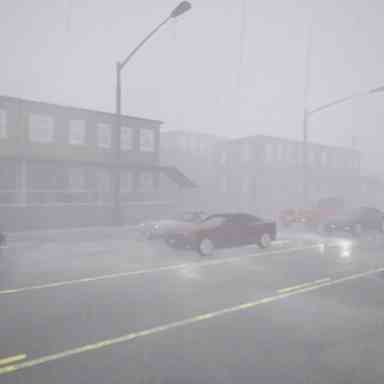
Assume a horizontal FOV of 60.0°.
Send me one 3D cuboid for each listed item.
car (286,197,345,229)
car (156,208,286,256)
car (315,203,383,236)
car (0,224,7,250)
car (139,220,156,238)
[{"bbox_3d":[8.477,1.345,22.902,5.566,2.045,2.150,0,0,-35],"label":"car"},{"bbox_3d":[1.313,1.533,13.509,5.008,1.535,1.882,0,0,-35],"label":"car"},{"bbox_3d":[9.606,1.622,19.419,4.892,1.490,1.837,0,0,-35],"label":"car"},{"bbox_3d":[-8.723,1.501,10.656,4.892,1.490,1.837,1,0,-35],"label":"car"},{"bbox_3d":[-0.228,1.660,16.707,4.718,1.301,1.895,0,0,-35],"label":"car"}]
